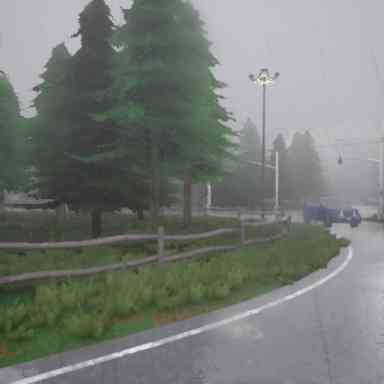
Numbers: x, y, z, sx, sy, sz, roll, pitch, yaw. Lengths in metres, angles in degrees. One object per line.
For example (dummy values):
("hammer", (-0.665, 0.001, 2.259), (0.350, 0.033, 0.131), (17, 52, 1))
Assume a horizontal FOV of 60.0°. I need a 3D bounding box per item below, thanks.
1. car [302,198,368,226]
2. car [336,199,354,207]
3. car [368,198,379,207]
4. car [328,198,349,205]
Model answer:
("car", (10.043, 1.439, 24.434), (2.150, 2.045, 5.566), (0, -1, -4))
("car", (31.283, 2.196, 68.148), (1.994, 1.385, 4.181), (0, 0, 6))
("car", (34.038, 1.857, 62.496), (2.097, 1.767, 4.553), (0, 0, 8))
("car", (34.077, 2.206, 77.654), (1.882, 1.535, 5.008), (0, 0, -14))
